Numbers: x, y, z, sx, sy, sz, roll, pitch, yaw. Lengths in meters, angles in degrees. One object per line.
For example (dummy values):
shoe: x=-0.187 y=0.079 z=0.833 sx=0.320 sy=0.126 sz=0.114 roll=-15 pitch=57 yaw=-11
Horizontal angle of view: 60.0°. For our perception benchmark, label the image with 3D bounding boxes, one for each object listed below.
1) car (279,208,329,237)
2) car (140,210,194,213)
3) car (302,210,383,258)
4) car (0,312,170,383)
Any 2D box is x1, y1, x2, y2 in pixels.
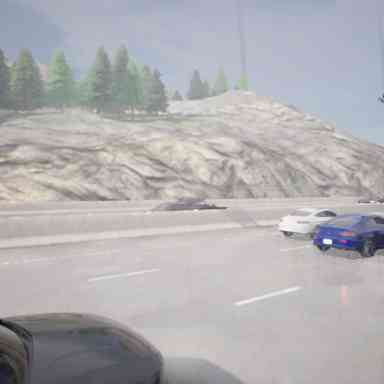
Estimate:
car: x=6.387 y=1.526 z=16.901 sx=4.674 sy=1.442 sz=1.812 roll=0 pitch=0 yaw=-36
car: x=-1.660 y=1.526 z=24.292 sx=4.674 sy=1.442 sz=1.812 roll=0 pitch=0 yaw=-36
car: x=6.504 y=1.526 z=12.686 sx=4.674 sy=1.442 sz=1.812 roll=0 pitch=0 yaw=-36
car: x=-2.414 y=1.505 z=2.024 sx=4.892 sy=1.490 sz=1.837 roll=0 pitch=0 yaw=-36
